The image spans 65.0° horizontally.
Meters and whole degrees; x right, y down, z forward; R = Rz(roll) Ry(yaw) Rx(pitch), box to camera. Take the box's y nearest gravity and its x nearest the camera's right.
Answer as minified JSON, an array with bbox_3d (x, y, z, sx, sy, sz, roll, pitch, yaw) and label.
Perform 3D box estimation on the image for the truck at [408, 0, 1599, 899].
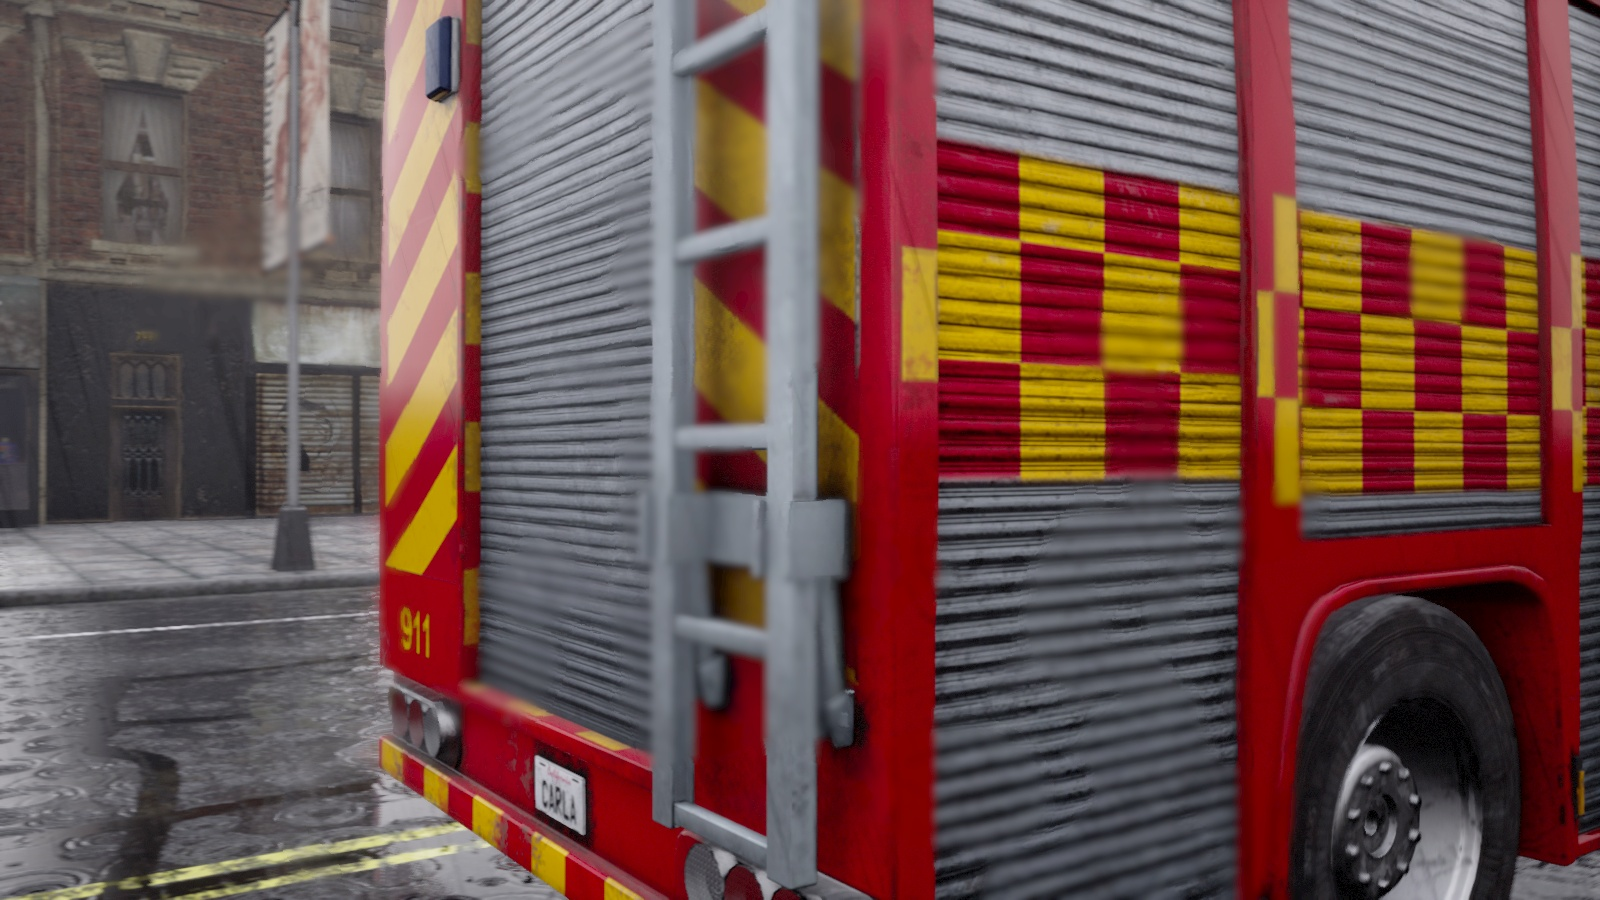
[{"bbox_3d":[2.912,-0.412,5.690,8.468,3.827,2.891,0,0,-35],"label":"truck"}]
